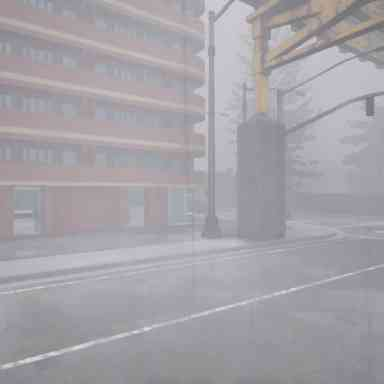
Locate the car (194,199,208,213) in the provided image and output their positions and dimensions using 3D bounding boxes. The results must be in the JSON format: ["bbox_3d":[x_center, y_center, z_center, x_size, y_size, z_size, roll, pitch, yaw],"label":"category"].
[{"bbox_3d":[0.276,1.478,36.833,1.882,1.535,5.008,0,0,-36],"label":"car"}]

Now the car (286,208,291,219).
[{"bbox_3d":[6.239,1.526,28.463,1.812,1.442,4.674,0,0,-36],"label":"car"}]
